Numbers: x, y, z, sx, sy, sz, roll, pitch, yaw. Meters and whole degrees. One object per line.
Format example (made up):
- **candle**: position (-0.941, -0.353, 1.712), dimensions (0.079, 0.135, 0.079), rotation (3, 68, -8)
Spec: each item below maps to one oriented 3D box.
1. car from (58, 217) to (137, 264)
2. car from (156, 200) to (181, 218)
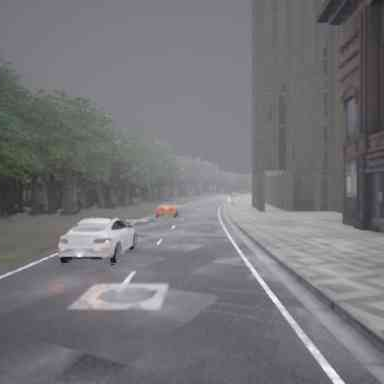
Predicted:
- **car**: position (-3.272, 1.627, 12.129), dimensions (1.812, 1.442, 4.674), rotation (0, 0, 1)
- **car**: position (-2.311, 1.637, 34.280), dimensions (2.097, 1.767, 4.553), rotation (0, 0, 4)
